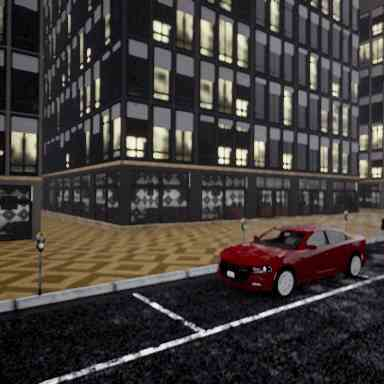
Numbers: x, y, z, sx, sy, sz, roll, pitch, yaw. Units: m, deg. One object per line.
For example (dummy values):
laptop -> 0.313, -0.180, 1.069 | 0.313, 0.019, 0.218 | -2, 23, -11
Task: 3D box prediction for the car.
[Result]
car -> 2.663, 1.508, 8.453 | 4.507, 1.381, 1.887 | 0, 1, -36
